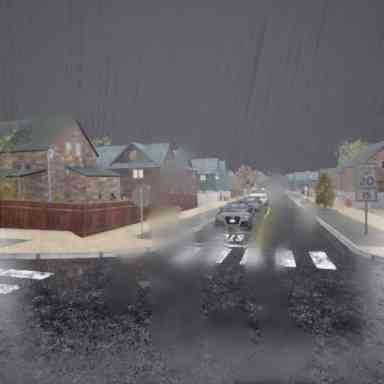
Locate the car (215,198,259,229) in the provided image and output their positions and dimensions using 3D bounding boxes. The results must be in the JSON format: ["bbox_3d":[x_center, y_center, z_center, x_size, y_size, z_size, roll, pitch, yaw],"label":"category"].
[{"bbox_3d":[2.555,1.274,18.970,1.994,1.385,4.181,-1,1,14],"label":"car"}]

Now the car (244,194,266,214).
[{"bbox_3d":[5.016,1.117,28.603,1.994,1.385,4.181,-1,1,14],"label":"car"}]

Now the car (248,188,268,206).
[{"bbox_3d":[8.109,0.572,40.680,2.150,2.045,5.566,-1,1,14],"label":"car"}]
